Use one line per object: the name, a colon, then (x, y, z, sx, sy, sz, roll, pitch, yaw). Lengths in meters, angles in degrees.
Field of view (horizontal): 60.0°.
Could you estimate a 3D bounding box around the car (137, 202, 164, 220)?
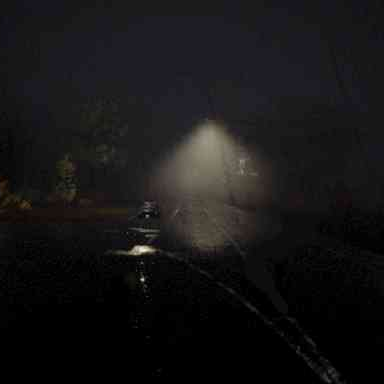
car: (-3.502, 1.547, 28.762, 2.033, 1.411, 5.357, 0, 0, 0)
